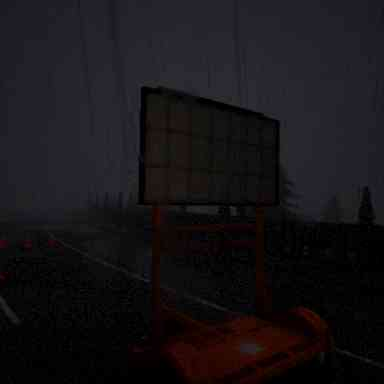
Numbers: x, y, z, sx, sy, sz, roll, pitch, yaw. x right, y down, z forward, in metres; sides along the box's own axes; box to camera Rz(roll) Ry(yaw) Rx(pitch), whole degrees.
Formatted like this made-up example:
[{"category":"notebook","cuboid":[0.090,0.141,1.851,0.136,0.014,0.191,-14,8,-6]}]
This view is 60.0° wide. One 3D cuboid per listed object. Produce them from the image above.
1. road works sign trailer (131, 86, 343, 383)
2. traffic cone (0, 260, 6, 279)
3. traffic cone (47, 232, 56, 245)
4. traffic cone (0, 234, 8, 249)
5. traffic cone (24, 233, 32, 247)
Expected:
[{"category":"road works sign trailer","cuboid":[0.204,0.580,4.552,2.380,3.560,2.880,2,-2,-38]},{"category":"traffic cone","cuboid":[-5.305,2.073,9.119,0.340,0.580,0.340,2,-2,-38]},{"category":"traffic cone","cuboid":[-6.635,2.197,15.693,0.340,0.580,0.340,2,-2,-38]},{"category":"traffic cone","cuboid":[-8.211,2.140,14.462,0.340,0.580,0.340,2,-2,-38]},{"category":"traffic cone","cuboid":[-7.423,2.168,15.078,0.340,0.580,0.340,2,-2,-38]}]
